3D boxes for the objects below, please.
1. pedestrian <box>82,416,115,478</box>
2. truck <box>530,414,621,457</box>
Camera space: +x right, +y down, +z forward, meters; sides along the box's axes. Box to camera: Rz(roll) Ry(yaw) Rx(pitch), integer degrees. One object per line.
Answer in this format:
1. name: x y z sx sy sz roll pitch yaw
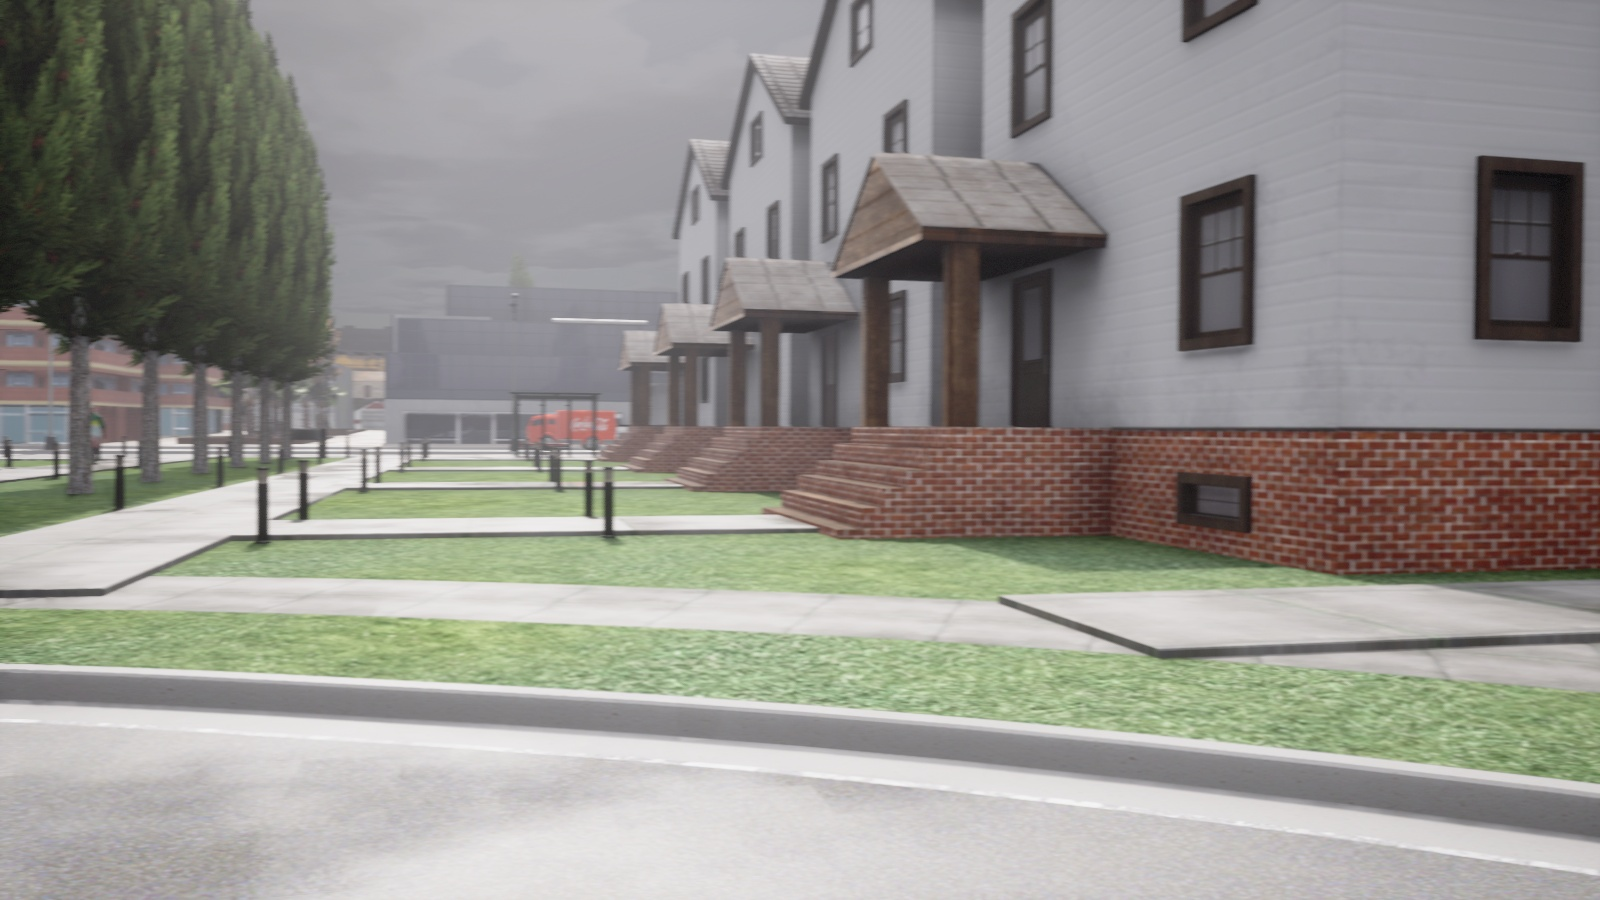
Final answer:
1. pedestrian: -22.159 -0.099 39.690 0.659 1.952 0.873 -1 1 -13
2. truck: -13.566 -0.902 75.625 5.204 2.467 2.627 -1 1 -14
